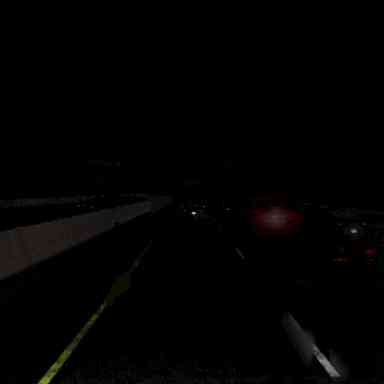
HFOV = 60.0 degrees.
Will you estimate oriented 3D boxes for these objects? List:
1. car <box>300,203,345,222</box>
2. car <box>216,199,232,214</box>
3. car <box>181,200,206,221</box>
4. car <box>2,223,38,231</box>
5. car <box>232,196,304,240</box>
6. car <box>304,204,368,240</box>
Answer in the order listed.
[{"bbox_3d":[10.628,1.615,27.494,1.895,1.301,4.718,0,0,0],"label":"car"},{"bbox_3d":[3.640,1.508,35.639,2.128,1.511,4.902,0,0,0],"label":"car"},{"bbox_3d":[0.125,1.572,27.033,1.994,1.385,4.181,0,0,0],"label":"car"},{"bbox_3d":[-10.579,1.554,19.232,2.033,1.411,5.357,0,0,0],"label":"car"},{"bbox_3d":[3.620,1.230,17.055,2.150,2.045,5.566,0,0,0],"label":"car"},{"bbox_3d":[7.120,1.535,16.927,1.812,1.442,4.674,0,0,0],"label":"car"}]
